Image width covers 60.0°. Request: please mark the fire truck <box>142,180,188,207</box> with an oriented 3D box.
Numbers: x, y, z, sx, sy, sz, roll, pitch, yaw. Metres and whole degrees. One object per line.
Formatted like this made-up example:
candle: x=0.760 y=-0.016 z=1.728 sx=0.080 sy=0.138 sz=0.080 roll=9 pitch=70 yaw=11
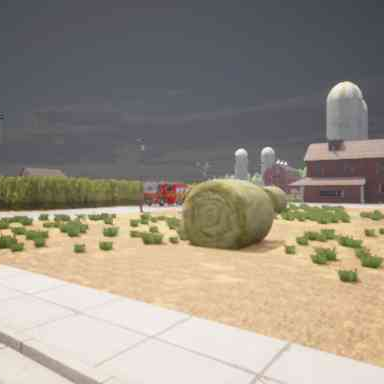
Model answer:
fire truck: x=-4.018 y=0.204 z=51.105 sx=2.891 sy=3.827 sz=8.468 roll=0 pitch=0 yaw=33
